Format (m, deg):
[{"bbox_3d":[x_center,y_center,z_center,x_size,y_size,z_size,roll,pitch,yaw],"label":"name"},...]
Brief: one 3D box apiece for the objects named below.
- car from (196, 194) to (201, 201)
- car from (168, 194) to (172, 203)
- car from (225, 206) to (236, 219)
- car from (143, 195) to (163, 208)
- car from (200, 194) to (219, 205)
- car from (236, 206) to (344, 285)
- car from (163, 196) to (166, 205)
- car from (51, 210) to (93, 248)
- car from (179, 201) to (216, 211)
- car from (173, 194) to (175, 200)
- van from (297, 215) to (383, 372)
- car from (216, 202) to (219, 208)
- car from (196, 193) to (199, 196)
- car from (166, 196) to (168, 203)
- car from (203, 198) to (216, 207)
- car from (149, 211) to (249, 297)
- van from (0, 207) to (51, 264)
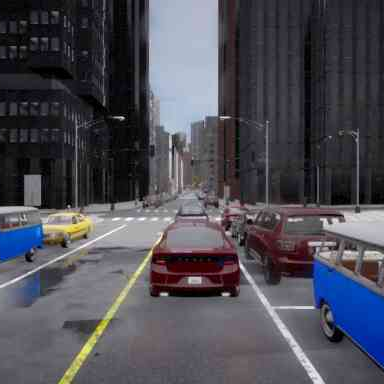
[{"bbox_3d":[2.704,1.641,87.021,1.887,1.381,4.507,0,0,0],"label":"car"},{"bbox_3d":[-5.810,1.621,70.092,1.947,1.339,4.313,0,0,0],"label":"car"},{"bbox_3d":[2.752,1.552,14.949,2.008,1.369,4.403,0,0,0],"label":"car"},{"bbox_3d":[-5.796,1.337,47.520,2.192,1.841,5.009,0,0,0],"label":"car"},{"bbox_3d":[2.728,1.337,47.515,2.192,1.841,5.009,0,0,0],"label":"car"},{"bbox_3d":[2.755,1.315,9.424,2.192,1.841,5.009,0,0,0],"label":"car"},{"bbox_3d":[-5.800,1.343,53.163,2.192,1.841,5.009,0,0,0],"label":"car"},{"bbox_3d":[-5.776,1.527,14.785,1.752,1.417,4.829,0,0,0],"label":"car"},{"bbox_3d":[-0.010,1.494,19.022,2.128,1.511,4.902,0,0,0],"label":"car"},{"bbox_3d":[-5.817,1.626,81.379,1.887,1.381,4.507,0,0,0],"label":"car"},{"bbox_3d":[2.760,1.341,3.898,1.690,1.788,3.998,0,0,0],"label":"van"},{"bbox_3d":[2.747,1.548,20.474,1.887,1.381,4.507,0,0,0],"label":"car"},{"bbox_3d":[2.701,1.676,92.666,1.947,1.339,4.313,0,0,0],"label":"car"},{"bbox_3d":[-5.802,1.601,58.805,1.947,1.339,4.313,0,0,0],"label":"car"},{"bbox_3d":[2.726,1.594,53.159,1.947,1.339,4.313,0,0,0],"label":"car"},{"bbox_3d":[0.062,1.478,8.613,1.882,1.535,5.008,0,0,0],"label":"car"},{"bbox_3d":[-5.774,1.341,9.431,1.690,1.788,3.998,0,0,0],"label":"van"}]
